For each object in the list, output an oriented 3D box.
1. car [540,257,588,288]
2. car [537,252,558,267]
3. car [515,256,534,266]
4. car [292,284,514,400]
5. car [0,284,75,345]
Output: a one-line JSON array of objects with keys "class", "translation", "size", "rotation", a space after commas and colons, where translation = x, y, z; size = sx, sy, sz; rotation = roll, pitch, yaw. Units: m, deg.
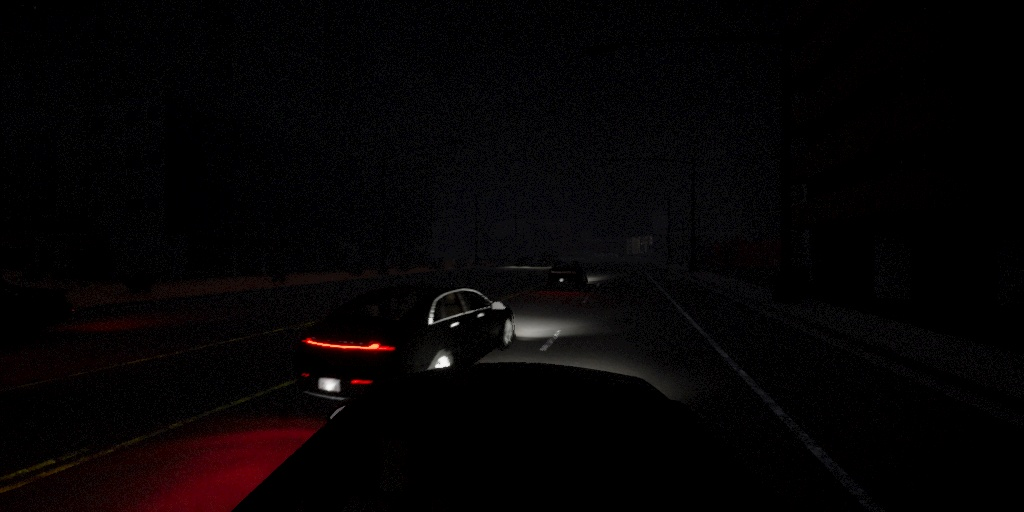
[{"class": "car", "translation": [3.416, 1.051, 21.653], "size": [2.128, 1.511, 4.902], "rotation": [0, 1, 18]}, {"class": "car", "translation": [5.157, 0.405, 50.601], "size": [2.150, 2.045, 5.566], "rotation": [0, 1, 18]}, {"class": "car", "translation": [1.884, 0.708, 51.854], "size": [1.837, 1.490, 4.892], "rotation": [0, 0, 18]}, {"class": "car", "translation": [-1.397, 1.246, 6.490], "size": [1.837, 1.490, 4.892], "rotation": [0, 0, 18]}, {"class": "car", "translation": [-12.439, 1.244, 7.070], "size": [2.128, 1.511, 4.902], "rotation": [0, 0, 18]}]
